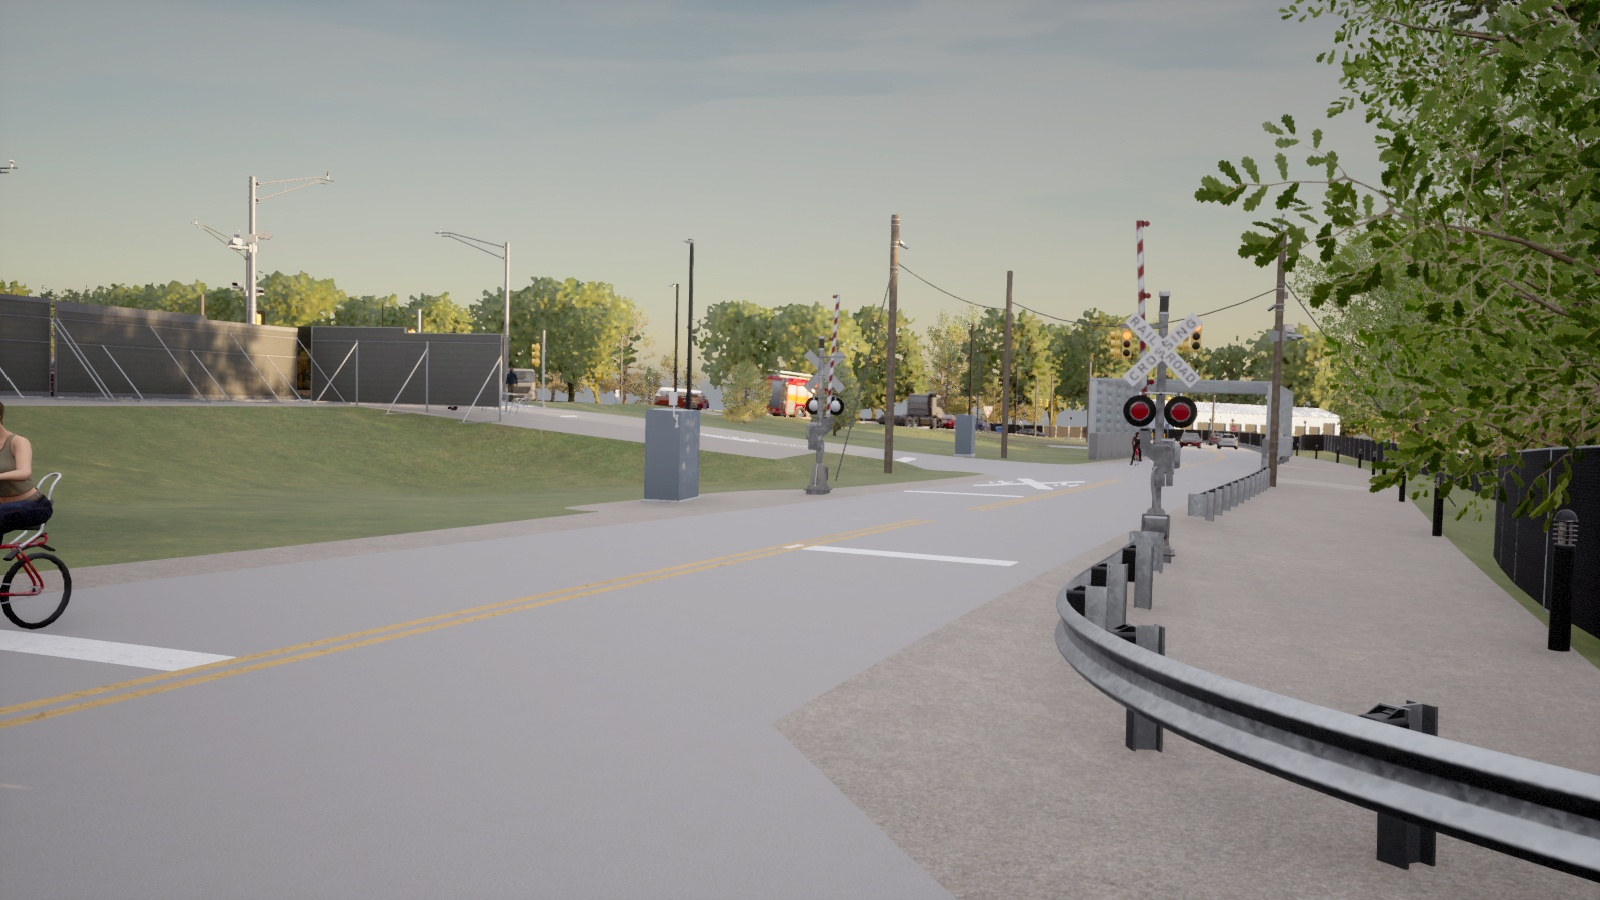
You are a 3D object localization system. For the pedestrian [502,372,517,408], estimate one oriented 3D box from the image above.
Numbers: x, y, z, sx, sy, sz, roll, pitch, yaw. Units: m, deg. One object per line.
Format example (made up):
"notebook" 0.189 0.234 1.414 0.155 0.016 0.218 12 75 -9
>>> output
"pedestrian" -15.090 -3.129 65.259 0.402 1.842 0.726 1 3 17

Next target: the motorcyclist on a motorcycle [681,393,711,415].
"motorcyclist on a motorcycle" -7.964 -3.506 96.235 2.191 1.530 0.866 2 1 -40

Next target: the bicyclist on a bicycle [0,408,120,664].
"bicyclist on a bicycle" -5.397 0.536 8.177 0.866 1.612 1.509 1 1 19
